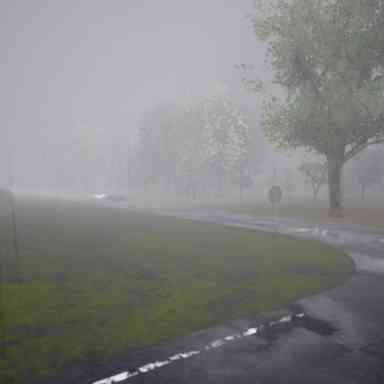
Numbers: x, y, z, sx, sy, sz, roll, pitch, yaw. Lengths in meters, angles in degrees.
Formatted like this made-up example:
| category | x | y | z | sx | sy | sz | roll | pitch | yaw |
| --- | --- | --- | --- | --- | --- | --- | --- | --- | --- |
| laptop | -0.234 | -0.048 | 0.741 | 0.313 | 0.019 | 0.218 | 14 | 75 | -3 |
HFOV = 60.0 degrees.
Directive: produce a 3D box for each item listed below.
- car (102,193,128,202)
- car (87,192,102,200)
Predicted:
| category | x | y | z | sx | sy | sz | roll | pitch | yaw |
| --- | --- | --- | --- | --- | --- | --- | --- | --- | --- |
| car | -11.107 | 0.801 | 48.840 | 1.895 | 1.301 | 4.718 | 0 | 1 | -33 |
| car | -16.500 | 0.642 | 57.003 | 1.895 | 1.301 | 4.718 | 0 | 1 | -33 |
